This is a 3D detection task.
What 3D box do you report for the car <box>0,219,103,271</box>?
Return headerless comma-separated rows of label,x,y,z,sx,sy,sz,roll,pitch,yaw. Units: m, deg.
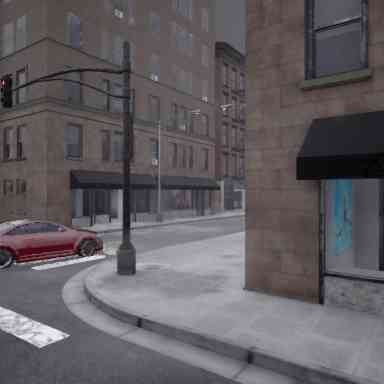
car,-5.194,1.611,11.298,1.994,1.385,4.181,0,0,45
